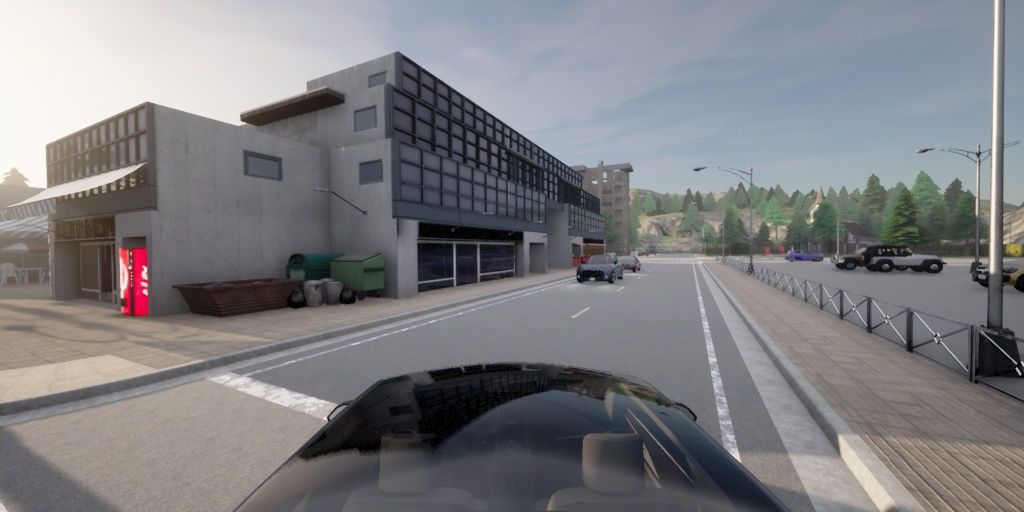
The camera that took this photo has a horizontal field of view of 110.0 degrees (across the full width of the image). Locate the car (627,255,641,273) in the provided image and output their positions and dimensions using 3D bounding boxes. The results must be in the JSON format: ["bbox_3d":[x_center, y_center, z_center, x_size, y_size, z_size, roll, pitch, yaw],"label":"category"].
[{"bbox_3d":[10.205,0.646,31.736,1.812,1.442,4.674,0,1,27],"label":"car"}]

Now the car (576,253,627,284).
[{"bbox_3d":[5.542,0.690,22.366,2.097,1.767,4.553,0,1,26],"label":"car"}]
